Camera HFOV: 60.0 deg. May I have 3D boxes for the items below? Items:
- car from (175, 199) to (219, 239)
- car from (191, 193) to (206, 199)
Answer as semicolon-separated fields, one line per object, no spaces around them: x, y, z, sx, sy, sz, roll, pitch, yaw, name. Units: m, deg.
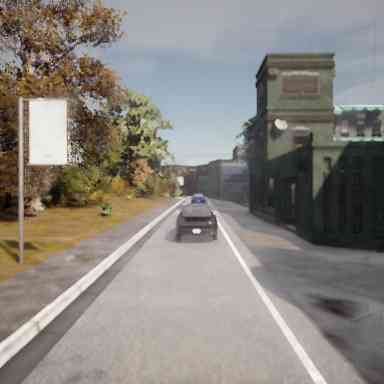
0.228;1.321;16.145;1.837;1.490;4.892;0;1;1;car
0.840;0.898;42.782;1.812;1.442;4.674;0;1;2;car
